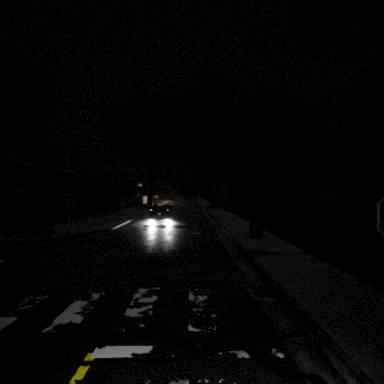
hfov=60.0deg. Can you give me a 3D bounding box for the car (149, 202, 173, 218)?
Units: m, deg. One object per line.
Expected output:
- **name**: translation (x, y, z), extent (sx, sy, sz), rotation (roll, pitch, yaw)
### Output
- **car**: translation (-2.796, 1.617, 30.713), extent (1.895, 1.301, 4.718), rotation (0, 0, 0)
